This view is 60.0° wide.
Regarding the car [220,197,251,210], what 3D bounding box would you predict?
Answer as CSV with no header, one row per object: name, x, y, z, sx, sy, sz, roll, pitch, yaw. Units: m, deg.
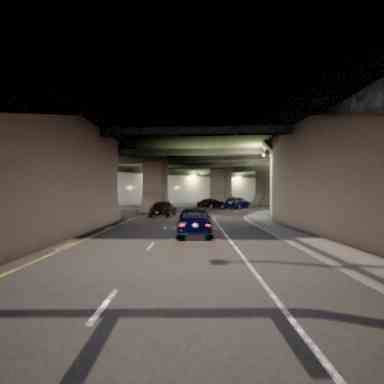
car,6.016,1.440,43.700,2.097,1.767,4.553,0,0,34

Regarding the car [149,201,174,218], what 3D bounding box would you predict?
car,-2.717,1.580,31.211,1.812,1.442,4.674,0,0,8

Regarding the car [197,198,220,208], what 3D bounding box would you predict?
car,2.560,1.563,44.878,1.882,1.535,5.008,0,0,34

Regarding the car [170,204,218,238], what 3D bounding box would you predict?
car,0.130,1.580,17.753,2.033,1.411,5.357,0,0,0
